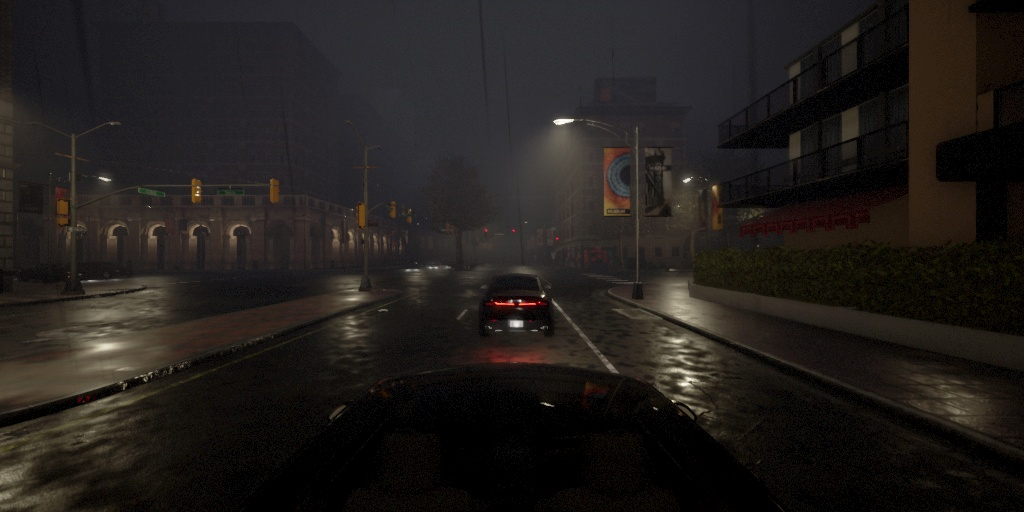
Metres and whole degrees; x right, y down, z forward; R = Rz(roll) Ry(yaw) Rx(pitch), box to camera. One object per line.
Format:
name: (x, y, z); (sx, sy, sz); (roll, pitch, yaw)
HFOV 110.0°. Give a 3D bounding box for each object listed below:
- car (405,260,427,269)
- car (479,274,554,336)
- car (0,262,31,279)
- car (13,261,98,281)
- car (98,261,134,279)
car: (-14.831, 1.314, 54.761); (1.994, 1.385, 4.181); (0, 0, 0)
car: (0.117, 1.255, 10.360); (1.837, 1.490, 4.892); (0, 0, 0)
car: (-47.094, 1.276, 32.479); (4.674, 1.442, 1.812); (0, 0, 1)
car: (-36.857, 1.314, 28.945); (4.181, 1.385, 1.994); (0, 0, 0)
car: (-37.257, 1.228, 32.445); (5.008, 1.535, 1.882); (0, 0, 0)
